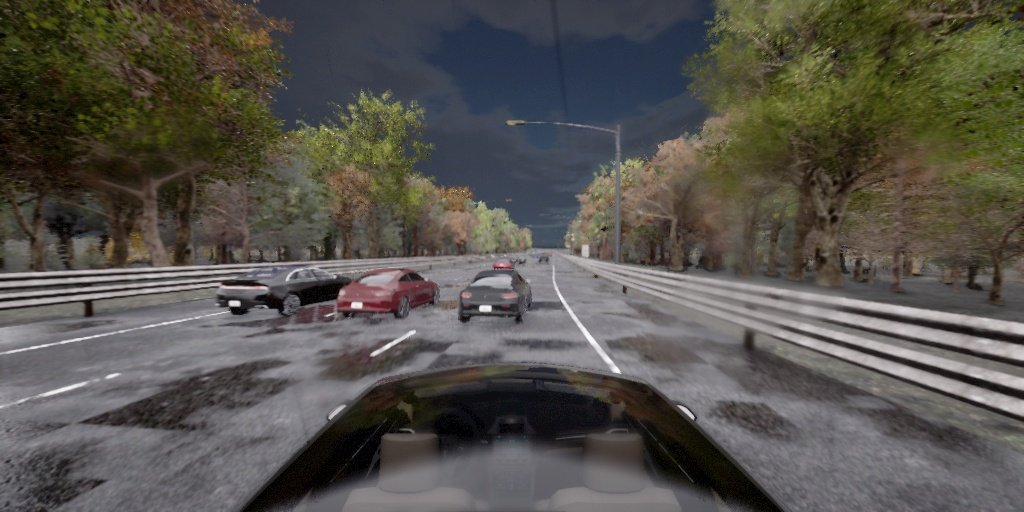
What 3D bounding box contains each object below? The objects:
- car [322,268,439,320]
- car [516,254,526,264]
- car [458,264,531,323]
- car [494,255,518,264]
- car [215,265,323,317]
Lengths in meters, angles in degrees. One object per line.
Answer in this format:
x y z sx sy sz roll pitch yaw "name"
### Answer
-3.892 1.133 11.892 1.812 1.442 4.674 0 1 7 "car"
1.231 0.705 56.678 1.895 1.301 4.718 0 1 7 "car"
-0.415 1.160 11.494 1.812 1.442 4.674 0 1 7 "car"
-0.818 0.874 38.759 1.994 1.385 4.181 0 1 7 "car"
-7.368 1.067 12.293 2.128 1.511 4.902 1 1 7 "car"
